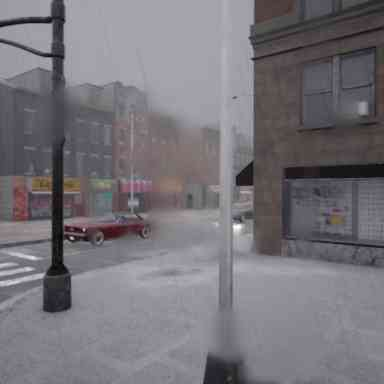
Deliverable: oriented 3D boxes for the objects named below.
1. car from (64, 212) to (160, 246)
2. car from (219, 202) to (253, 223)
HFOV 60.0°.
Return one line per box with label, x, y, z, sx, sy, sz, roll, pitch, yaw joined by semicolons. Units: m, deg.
car;-3.739;1.630;15.695;1.895;1.301;4.718;0;0;35
car;3.954;1.572;26.503;1.837;1.490;4.892;0;1;36
